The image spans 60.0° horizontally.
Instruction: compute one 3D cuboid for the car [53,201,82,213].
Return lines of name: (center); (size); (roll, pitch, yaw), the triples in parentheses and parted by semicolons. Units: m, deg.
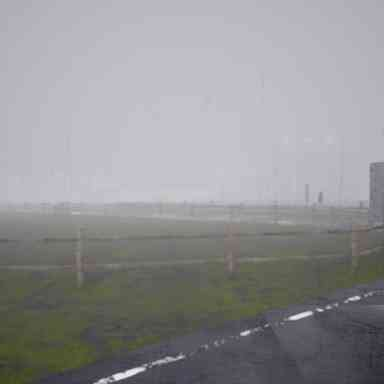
car: (-15.635, 1.866, 41.967); (4.181, 1.385, 1.994); (-1, 0, 34)
